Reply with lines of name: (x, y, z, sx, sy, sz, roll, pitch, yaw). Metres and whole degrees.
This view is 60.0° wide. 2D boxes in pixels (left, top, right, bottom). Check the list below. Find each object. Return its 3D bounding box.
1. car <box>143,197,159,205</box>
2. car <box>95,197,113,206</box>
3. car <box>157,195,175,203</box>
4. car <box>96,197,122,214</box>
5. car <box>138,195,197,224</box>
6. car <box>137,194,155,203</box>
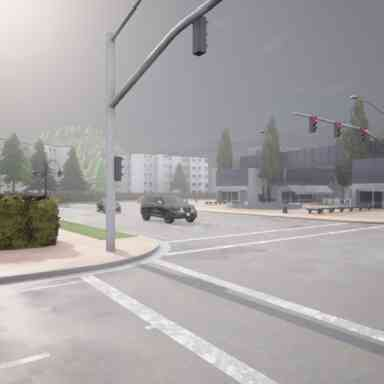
car: (-7.228, 1.547, 59.070, 2.033, 1.411, 5.357, 0, 0, 3)
car: (-14.410, 1.564, 54.718, 1.994, 1.385, 4.181, 0, 0, -3)
car: (-5.314, 1.477, 69.534, 1.882, 1.535, 5.008, 0, 0, 20)
car: (-8.948, 1.492, 35.646, 2.128, 1.511, 4.902, 0, 0, -28)
car: (-1.928, 1.221, 25.347, 2.150, 2.045, 5.566, 0, 0, -37)
car: (-9.329, 1.352, 68.065, 2.097, 1.767, 4.553, 0, 0, 15)
